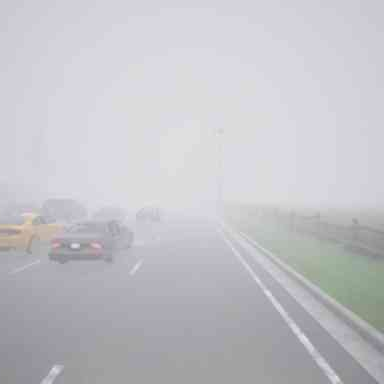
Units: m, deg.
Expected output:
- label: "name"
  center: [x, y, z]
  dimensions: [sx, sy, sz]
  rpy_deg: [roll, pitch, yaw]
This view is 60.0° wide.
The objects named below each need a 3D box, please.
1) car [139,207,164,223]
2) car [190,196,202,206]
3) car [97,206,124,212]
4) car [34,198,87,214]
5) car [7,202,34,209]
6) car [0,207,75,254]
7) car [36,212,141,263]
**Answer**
- label: "car"
  center: [-3.485, 1.923, 28.215]
  dimensions: [1.895, 1.301, 4.718]
  rpy_deg: [0, -1, 0]
- label: "car"
  center: [1.107, 2.207, 75.357]
  dimensions: [2.097, 1.767, 4.553]
  rpy_deg: [0, -1, 0]
- label: "car"
  center: [-6.982, 1.888, 28.429]
  dimensions: [1.994, 1.385, 4.181]
  rpy_deg: [0, -1, 0]
- label: "car"
  center: [-10.491, 1.539, 27.552]
  dimensions: [2.150, 2.045, 5.566]
  rpy_deg: [0, 0, 0]
- label: "car"
  center: [-13.982, 1.675, 28.396]
  dimensions: [2.097, 1.767, 4.553]
  rpy_deg: [0, -1, 0]
- label: "car"
  center: [-6.975, 1.640, 14.223]
  dimensions: [1.882, 1.535, 5.008]
  rpy_deg: [0, 0, 0]
- label: "car"
  center: [-3.490, 1.691, 12.487]
  dimensions: [2.033, 1.411, 5.357]
  rpy_deg: [0, -1, 0]
